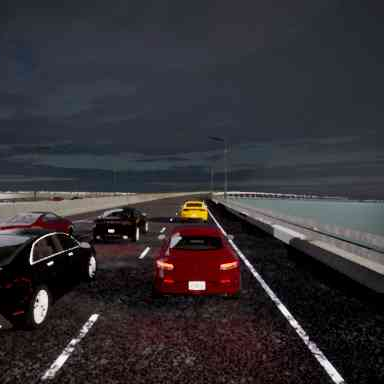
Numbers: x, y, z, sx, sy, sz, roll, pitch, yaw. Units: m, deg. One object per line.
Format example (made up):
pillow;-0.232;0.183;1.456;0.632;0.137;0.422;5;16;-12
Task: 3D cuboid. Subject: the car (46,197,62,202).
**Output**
car;-24.003;1.548;58.448;1.812;1.442;4.674;0;0;1

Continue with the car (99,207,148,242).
car;-3.377;1.480;16.396;1.882;1.535;5.008;0;0;0

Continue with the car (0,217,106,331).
car;-3.399;1.506;6.877;1.837;1.490;4.892;0;0;0

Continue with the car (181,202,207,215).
car;0.175;1.480;25.890;1.882;1.535;5.008;0;0;0

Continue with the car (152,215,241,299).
car;0.102;1.527;8.314;1.812;1.442;4.674;0;0;0

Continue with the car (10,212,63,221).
car;-6.882;1.566;14.958;1.994;1.385;4.181;0;0;0

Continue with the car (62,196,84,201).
car;-20.504;1.494;58.381;1.837;1.490;4.892;0;0;1
